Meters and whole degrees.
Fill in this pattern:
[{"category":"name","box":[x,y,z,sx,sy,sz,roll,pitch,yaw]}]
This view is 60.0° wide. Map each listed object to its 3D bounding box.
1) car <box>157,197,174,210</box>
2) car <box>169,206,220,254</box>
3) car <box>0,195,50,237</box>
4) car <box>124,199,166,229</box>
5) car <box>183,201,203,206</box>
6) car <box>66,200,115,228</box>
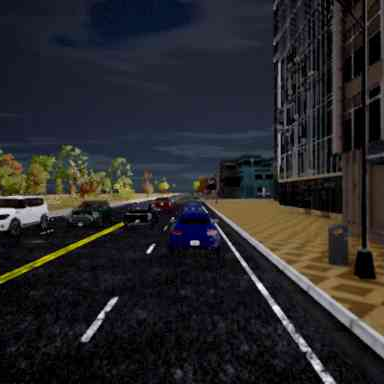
[{"category":"car","box":[-3.159,1.327,37.174,2.097,1.767,4.553,0,0,0]},{"category":"car","box":[0.094,1.517,13.301,1.812,1.442,4.674,0,0,0]},{"category":"car","box":[-9.853,1.212,18.285,2.150,2.045,5.566,0,0,0]},{"category":"car","box":[-3.152,1.478,21.597,2.128,1.511,4.902,0,0,0]},{"category":"car","box":[0.094,1.527,31.710,2.033,1.411,5.357,0,0,0]},{"category":"car","box":[-6.603,1.338,21.965,2.097,1.767,4.553,0,0,0]}]
